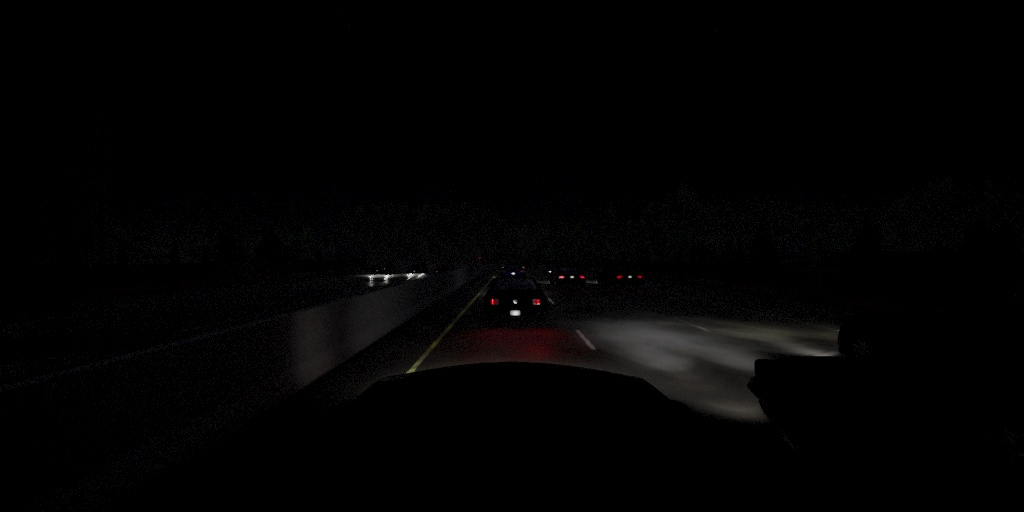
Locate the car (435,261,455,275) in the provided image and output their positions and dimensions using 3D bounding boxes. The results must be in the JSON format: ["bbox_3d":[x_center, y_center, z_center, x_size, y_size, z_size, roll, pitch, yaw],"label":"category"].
[{"bbox_3d":[-7.397,1.274,39.848,1.882,1.535,5.008,0,0,-4],"label":"car"}]

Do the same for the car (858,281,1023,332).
[{"bbox_3d":[7.101,1.103,4.751,2.097,1.767,4.553,0,0,0],"label":"car"}]

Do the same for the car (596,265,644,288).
[{"bbox_3d":[7.101,1.312,24.060,2.033,1.411,5.357,0,0,0],"label":"car"}]

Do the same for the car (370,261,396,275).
[{"bbox_3d":[-14.439,1.305,40.352,1.837,1.490,4.892,0,0,-4],"label":"car"}]

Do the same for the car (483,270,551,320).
[{"bbox_3d":[0.101,1.353,12.553,1.895,1.301,4.718,0,0,0],"label":"car"}]

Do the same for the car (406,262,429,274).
[{"bbox_3d":[-11.044,1.353,42.346,2.033,1.411,5.357,0,0,-5],"label":"car"}]

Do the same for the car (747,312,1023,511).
[{"bbox_3d":[3.601,1.351,1.920,1.895,1.301,4.718,0,0,0],"label":"car"}]

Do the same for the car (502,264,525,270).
[{"bbox_3d":[0.099,1.338,29.875,1.994,1.385,4.181,0,0,0],"label":"car"}]

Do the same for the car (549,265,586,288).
[{"bbox_3d":[3.601,1.312,23.964,2.033,1.411,5.357,0,0,0],"label":"car"}]
